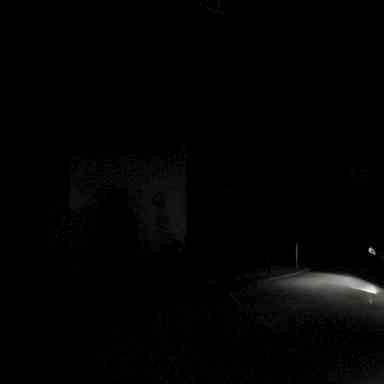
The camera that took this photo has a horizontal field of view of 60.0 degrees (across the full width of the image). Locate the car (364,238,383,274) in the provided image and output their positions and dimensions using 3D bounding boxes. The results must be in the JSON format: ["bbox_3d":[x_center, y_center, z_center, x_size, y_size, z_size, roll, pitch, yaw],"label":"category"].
[{"bbox_3d":[6.809,1.526,9.468,4.674,1.442,1.812,0,0,-36],"label":"car"}]
